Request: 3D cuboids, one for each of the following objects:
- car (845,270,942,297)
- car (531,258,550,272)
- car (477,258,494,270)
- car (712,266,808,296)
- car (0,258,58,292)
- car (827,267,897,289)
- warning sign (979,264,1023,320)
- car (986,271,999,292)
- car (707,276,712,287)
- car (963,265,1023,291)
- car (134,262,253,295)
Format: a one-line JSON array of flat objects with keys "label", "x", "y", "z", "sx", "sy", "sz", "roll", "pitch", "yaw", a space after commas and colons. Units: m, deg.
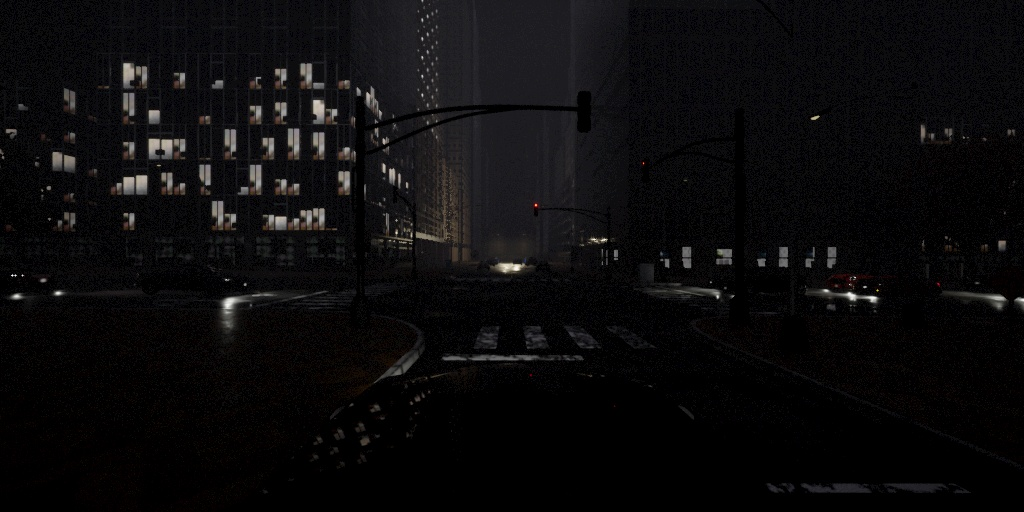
[{"label": "car", "x": 23.726, "y": 1.766, "z": 22.175, "sx": 4.181, "sy": 1.385, "sz": 1.994, "roll": 1, "pitch": 0, "yaw": -3}, {"label": "car", "x": 3.927, "y": 1.329, "z": 46.215, "sx": 1.948, "sy": 1.339, "sz": 4.313, "roll": 0, "pitch": 0, "yaw": 0}, {"label": "car", "x": -4.026, "y": 1.343, "z": 51.708, "sx": 1.802, "sy": 1.307, "sz": 4.207, "roll": 0, "pitch": 0, "yaw": 0}, {"label": "car", "x": 15.141, "y": 1.400, "z": 21.774, "sx": 4.553, "sy": 1.767, "sz": 2.097, "roll": 1, "pitch": 0, "yaw": -3}, {"label": "car", "x": -24.165, "y": 0.823, "z": 16.499, "sx": 4.902, "sy": 1.511, "sz": 2.128, "roll": 1, "pitch": 0, "yaw": -3}, {"label": "car", "x": 25.229, "y": 1.579, "z": 25.494, "sx": 4.553, "sy": 1.767, "sz": 2.097, "roll": 1, "pitch": 0, "yaw": -3}, {"label": "warning sign", "x": 17.275, "y": 1.204, "z": 12.413, "sx": 1.060, "sy": 1.860, "sz": 1.300, "roll": 0, "pitch": 0, "yaw": -3}, {"label": "car", "x": 34.025, "y": 1.933, "z": 22.647, "sx": 5.357, "sy": 1.411, "sz": 2.033, "roll": 1, "pitch": 0, "yaw": -3}, {"label": "car", "x": 16.187, "y": 1.591, "z": 25.076, "sx": 4.674, "sy": 1.442, "sz": 1.812, "roll": 1, "pitch": 0, "yaw": -3}, {"label": "car", "x": 36.348, "y": 1.649, "z": 26.002, "sx": 5.566, "sy": 2.045, "sz": 2.150, "roll": 1, "pitch": 0, "yaw": -2}, {"label": "car", "x": -14.950, "y": 1.026, "z": 16.927, "sx": 4.674, "sy": 1.442, "sz": 1.812, "roll": 1, "pitch": 0, "yaw": -1}]
